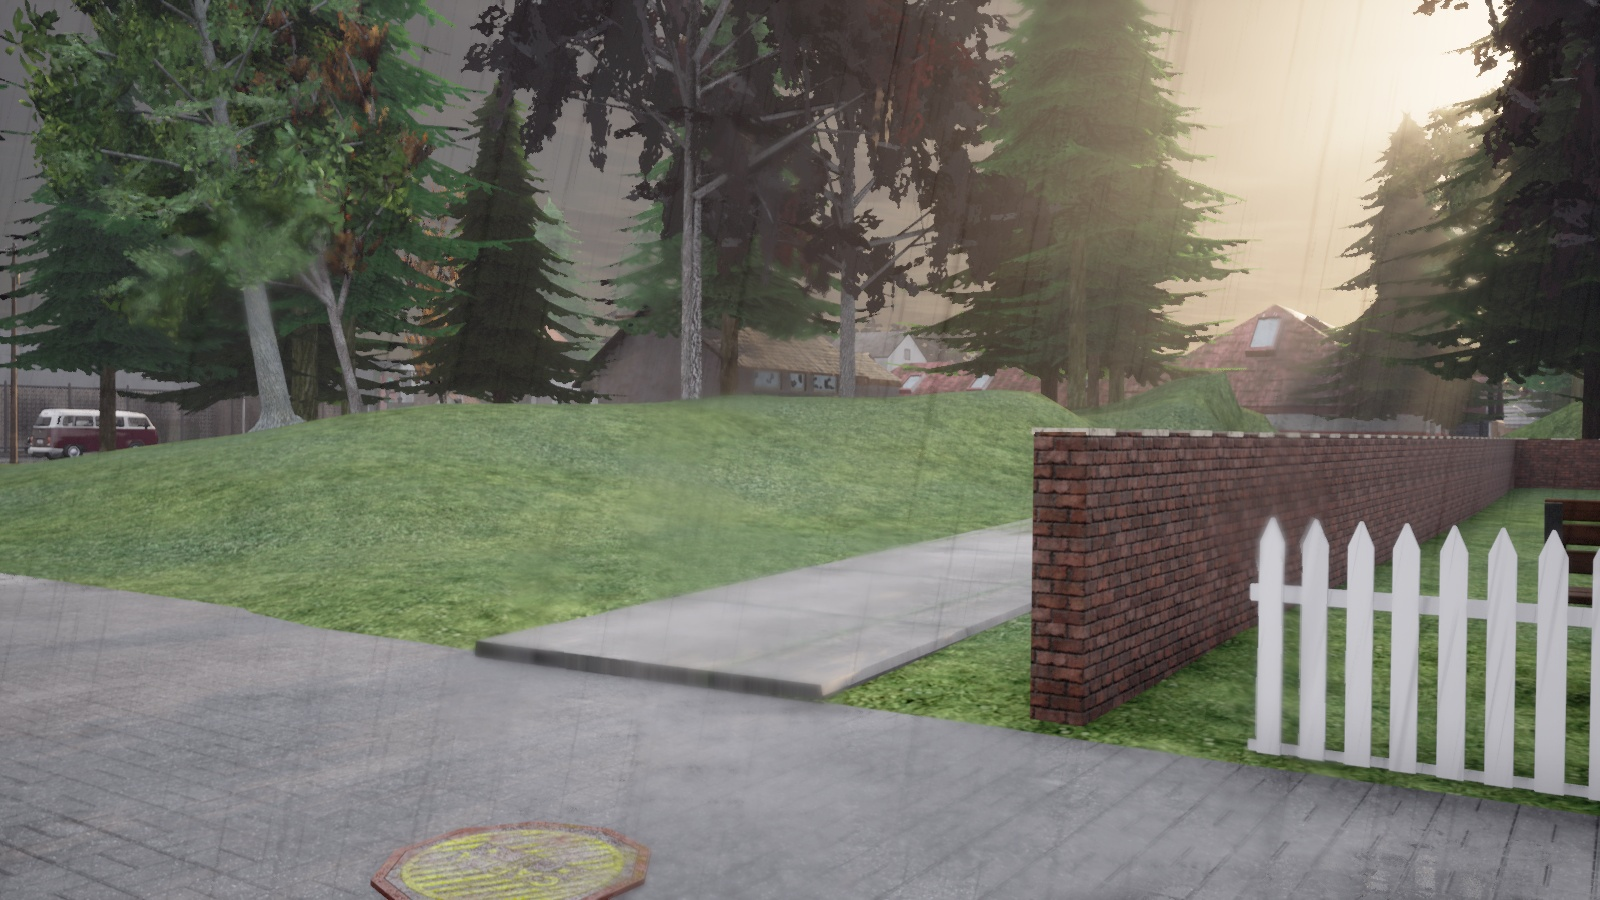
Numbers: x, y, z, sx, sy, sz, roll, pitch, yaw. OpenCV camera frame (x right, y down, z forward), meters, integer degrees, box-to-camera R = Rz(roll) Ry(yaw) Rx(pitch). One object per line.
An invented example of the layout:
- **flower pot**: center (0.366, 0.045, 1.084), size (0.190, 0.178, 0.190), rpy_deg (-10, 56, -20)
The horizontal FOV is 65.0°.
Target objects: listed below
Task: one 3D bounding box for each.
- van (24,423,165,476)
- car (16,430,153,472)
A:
- **van**: center (-28.411, -0.075, 50.708), size (2.069, 2.038, 4.480), rpy_deg (0, 1, 34)
- **car**: center (-30.848, 0.011, 54.272), size (2.242, 1.667, 4.611), rpy_deg (0, 1, 33)
